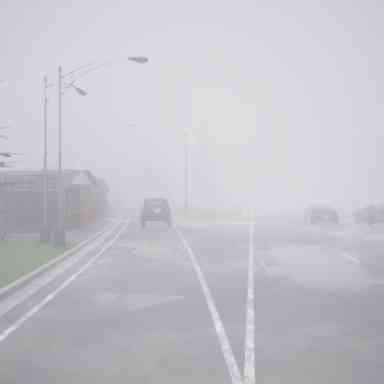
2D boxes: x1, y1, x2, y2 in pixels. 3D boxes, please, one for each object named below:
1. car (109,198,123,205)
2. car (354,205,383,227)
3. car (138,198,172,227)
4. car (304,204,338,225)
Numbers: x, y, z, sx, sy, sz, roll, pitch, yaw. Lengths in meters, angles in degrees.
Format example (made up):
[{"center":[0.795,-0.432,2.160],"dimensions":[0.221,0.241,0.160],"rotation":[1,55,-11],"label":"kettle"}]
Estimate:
[{"center":[-16.851,2.277,75.406],"dimensions":[2.128,1.511,4.902],"rotation":[0,-1,-23],"label":"car"},{"center":[13.301,1.671,24.209],"dimensions":[2.128,1.511,4.902],"rotation":[0,-1,10],"label":"car"},{"center":[-2.841,1.468,25.352],"dimensions":[2.150,2.045,5.566],"rotation":[0,-1,-10],"label":"car"},{"center":[10.145,1.689,26.433],"dimensions":[1.882,1.535,5.008],"rotation":[0,-1,10],"label":"car"}]
